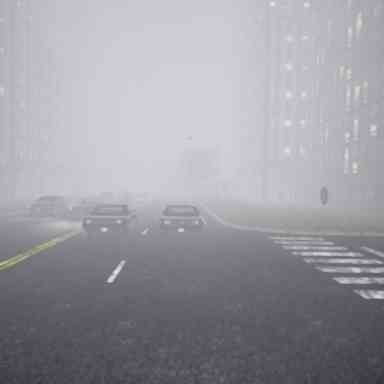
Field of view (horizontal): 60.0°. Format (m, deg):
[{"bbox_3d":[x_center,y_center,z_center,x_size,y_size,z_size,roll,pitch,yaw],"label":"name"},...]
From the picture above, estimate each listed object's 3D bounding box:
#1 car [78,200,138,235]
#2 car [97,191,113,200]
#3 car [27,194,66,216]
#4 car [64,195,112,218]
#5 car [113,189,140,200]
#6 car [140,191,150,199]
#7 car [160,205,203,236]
[{"bbox_3d":[-3.796,1.267,16.326,1.895,1.301,4.718,0,1,-2],"label":"car"},{"bbox_3d":[-11.476,0.659,44.454,1.882,1.535,5.008,1,1,-2],"label":"car"},{"bbox_3d":[-10.821,0.976,25.543,1.837,1.490,4.892,1,1,-2],"label":"car"},{"bbox_3d":[-7.539,1.126,24.596,1.895,1.301,4.718,1,1,-2],"label":"car"},{"bbox_3d":[-8.137,0.739,41.803,1.882,1.535,5.008,1,1,-2],"label":"car"},{"bbox_3d":[-8.709,0.585,60.408,1.994,1.385,4.181,1,1,-2],"label":"car"},{"bbox_3d":[-0.528,1.307,16.441,1.895,1.301,4.718,1,1,-2],"label":"car"}]
